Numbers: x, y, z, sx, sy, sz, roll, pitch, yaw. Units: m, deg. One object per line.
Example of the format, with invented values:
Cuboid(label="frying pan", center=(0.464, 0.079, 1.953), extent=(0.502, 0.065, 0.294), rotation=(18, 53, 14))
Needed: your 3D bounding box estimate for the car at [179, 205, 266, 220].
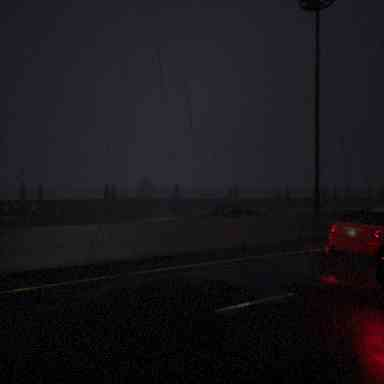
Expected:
Cuboid(label="car", center=(1.601, 1.453, 16.955), extent=(4.902, 1.511, 2.128), rotation=(0, 0, -28))

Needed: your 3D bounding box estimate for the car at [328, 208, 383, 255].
Cuboid(label="car", center=(7.025, 1.336, 11.674), extent=(4.553, 1.767, 2.097), rotation=(0, 0, -28))

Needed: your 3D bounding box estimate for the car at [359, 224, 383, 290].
Cuboid(label="car", center=(6.066, 1.498, 7.225), extent=(4.892, 1.490, 1.837), rotation=(0, 0, -29))
